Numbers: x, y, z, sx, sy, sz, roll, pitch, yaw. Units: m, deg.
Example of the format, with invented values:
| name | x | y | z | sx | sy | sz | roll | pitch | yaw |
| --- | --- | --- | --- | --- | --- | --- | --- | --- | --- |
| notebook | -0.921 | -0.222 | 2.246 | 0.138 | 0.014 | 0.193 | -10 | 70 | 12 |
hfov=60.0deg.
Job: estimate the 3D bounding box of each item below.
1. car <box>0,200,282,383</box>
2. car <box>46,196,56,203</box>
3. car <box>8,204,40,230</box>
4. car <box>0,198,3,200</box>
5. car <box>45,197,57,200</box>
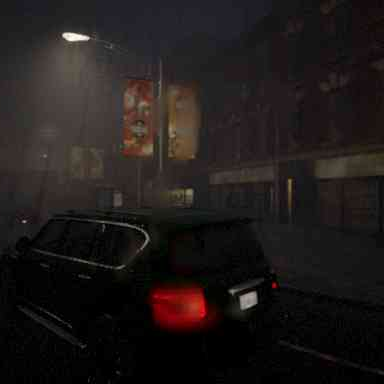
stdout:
| name | x | y | z | sx | sy | sz | roll | pitch | yaw |
| --- | --- | --- | --- | --- | --- | --- | --- | --- | --- |
| car | -1.308 | 1.266 | 5.449 | 5.566 | 2.045 | 2.150 | 0 | 0 | 44 |
| car | -36.281 | 1.936 | 85.393 | 2.185 | 1.767 | 4.553 | 0 | -1 | -25 |
| car | -11.712 | 1.659 | 23.442 | 1.837 | 1.490 | 4.892 | 0 | -1 | -25 |
| car | -38.632 | 1.843 | 66.123 | 1.837 | 1.490 | 4.892 | 0 | -1 | -24 |
| car | -31.891 | 1.997 | 75.552 | 2.231 | 1.521 | 4.892 | 0 | -1 | -15 |
